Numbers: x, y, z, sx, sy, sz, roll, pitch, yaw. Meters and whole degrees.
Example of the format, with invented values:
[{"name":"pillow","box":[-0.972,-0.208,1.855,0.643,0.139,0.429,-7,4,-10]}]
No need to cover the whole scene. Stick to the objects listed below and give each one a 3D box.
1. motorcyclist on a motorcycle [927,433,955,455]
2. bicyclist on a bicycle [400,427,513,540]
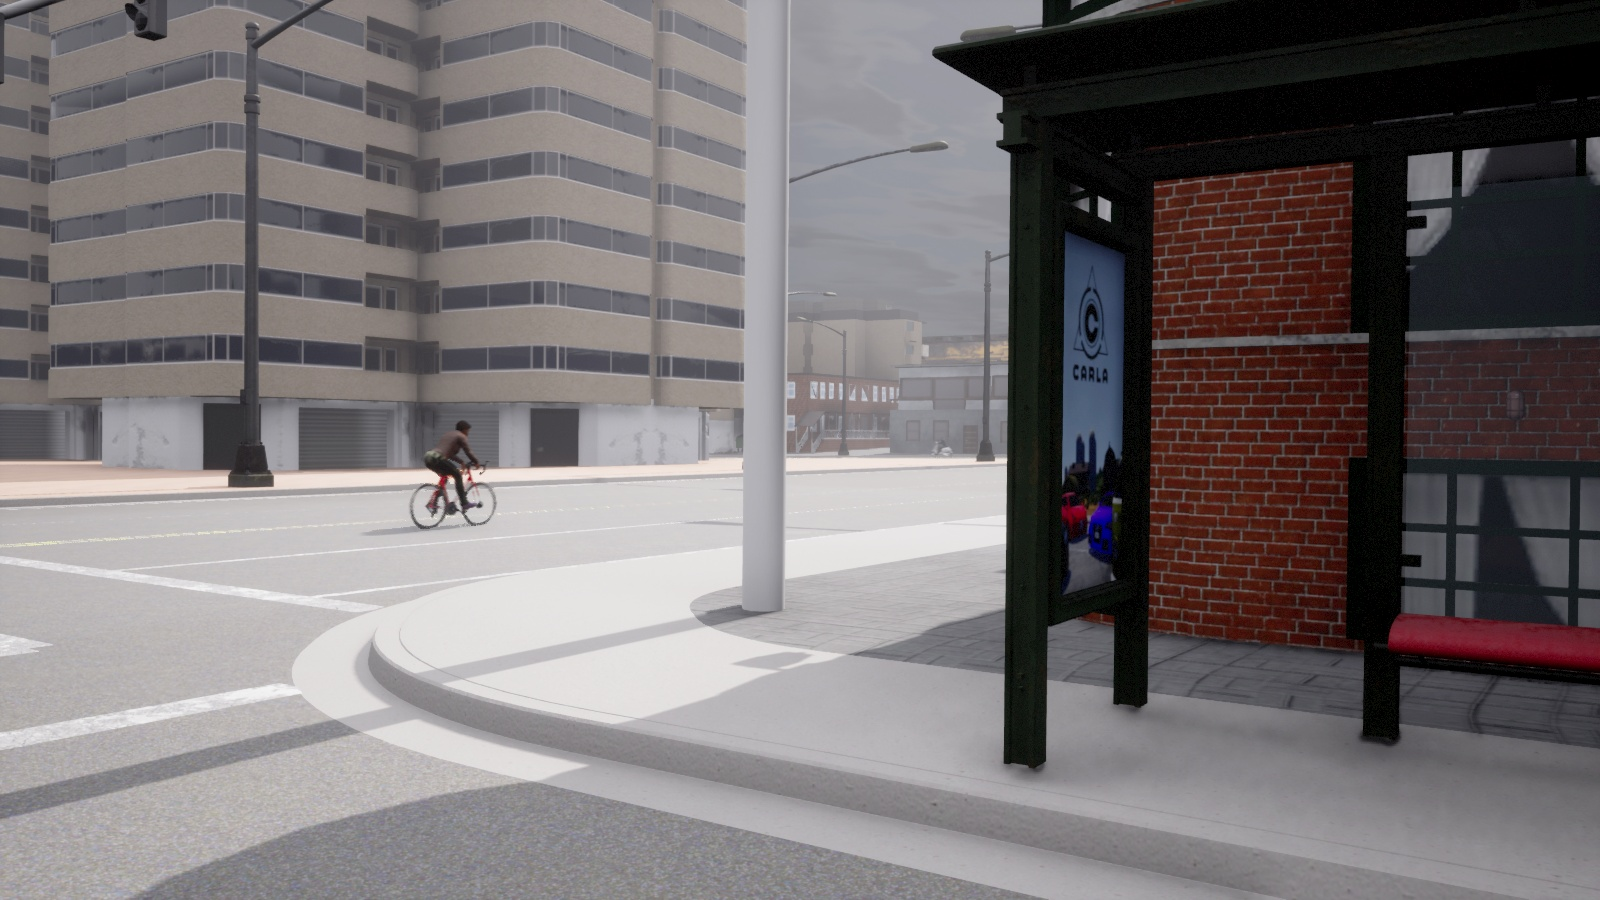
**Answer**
[{"name":"motorcyclist on a motorcycle","box":[10.480,-0.429,93.535,1.817,1.590,0.866,-1,0,32]},{"name":"bicyclist on a bicycle","box":[-5.155,0.472,18.944,0.582,1.620,1.656,0,1,34]}]
